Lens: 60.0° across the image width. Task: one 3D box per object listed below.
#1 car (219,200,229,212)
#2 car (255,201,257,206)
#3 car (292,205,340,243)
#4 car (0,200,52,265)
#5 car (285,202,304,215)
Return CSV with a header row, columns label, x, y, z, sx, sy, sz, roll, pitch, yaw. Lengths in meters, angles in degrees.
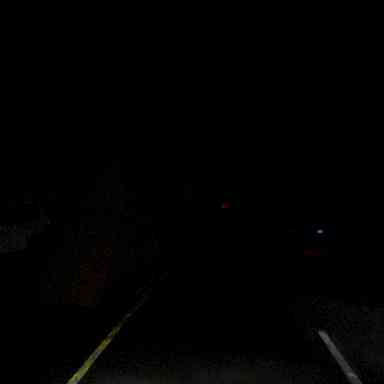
label,x,y,z,sx,sy,sz,roll,pitch,yaw
car,3.343,1.837,45.605,2.097,1.767,4.553,0,0,31
car,9.311,2.051,48.661,1.882,1.535,5.008,0,-1,33
car,6.608,1.720,17.851,1.882,1.535,5.008,0,-1,15
car,-6.161,1.254,9.160,2.150,2.045,5.566,0,-1,9
car,12.816,2.004,40.509,1.882,1.535,5.008,0,-1,30
